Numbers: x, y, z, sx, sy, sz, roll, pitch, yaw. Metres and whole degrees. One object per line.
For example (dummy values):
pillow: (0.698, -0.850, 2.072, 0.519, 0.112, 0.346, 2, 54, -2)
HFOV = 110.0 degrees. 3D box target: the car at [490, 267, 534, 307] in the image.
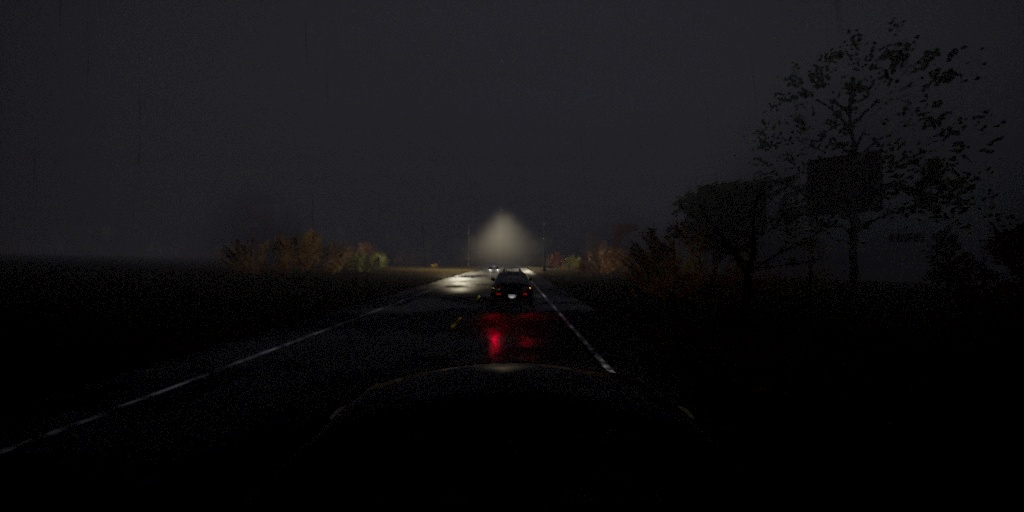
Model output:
car: (0.002, 1.412, 16.223, 1.812, 1.442, 4.674, 0, 0, 0)
